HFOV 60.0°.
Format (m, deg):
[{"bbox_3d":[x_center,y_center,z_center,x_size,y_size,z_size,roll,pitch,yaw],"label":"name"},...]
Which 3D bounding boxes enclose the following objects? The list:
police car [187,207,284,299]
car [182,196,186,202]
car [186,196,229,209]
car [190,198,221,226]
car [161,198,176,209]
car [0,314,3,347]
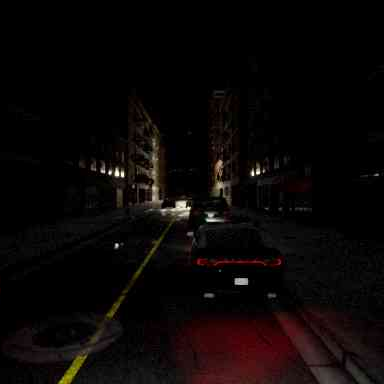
[{"bbox_3d":[0.901,1.427,8.644,1.930,1.638,5.238,0,0,0],"label":"police car"},{"bbox_3d":[0.033,1.577,46.862,2.033,1.411,5.357,0,0,1],"label":"car"},{"bbox_3d":[0.904,1.231,18.565,2.150,2.045,5.566,0,0,0],"label":"car"},{"bbox_3d":[0.905,1.361,24.504,2.097,1.767,4.553,0,0,0],"label":"car"},{"bbox_3d":[-3.090,1.575,45.128,2.033,1.411,5.357,0,0,0],"label":"car"},{"bbox_3d":[-3.100,1.221,1.284,2.150,2.045,5.566,0,0,0],"label":"car"}]
